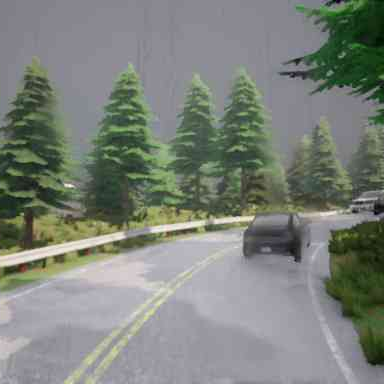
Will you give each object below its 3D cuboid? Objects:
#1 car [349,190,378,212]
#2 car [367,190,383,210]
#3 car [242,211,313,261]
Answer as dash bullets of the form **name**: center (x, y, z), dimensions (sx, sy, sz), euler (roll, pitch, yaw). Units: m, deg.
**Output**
- **car**: center (16.969, 0.892, 31.108), dimensions (5.566, 2.045, 2.150), euler (-2, -3, -36)
- **car**: center (16.267, 0.883, 26.316), dimensions (4.553, 1.767, 2.097), euler (-2, -3, -38)
- **car**: center (3.198, 1.461, 12.163), dimensions (1.837, 1.490, 4.892), euler (-3, 0, 24)
